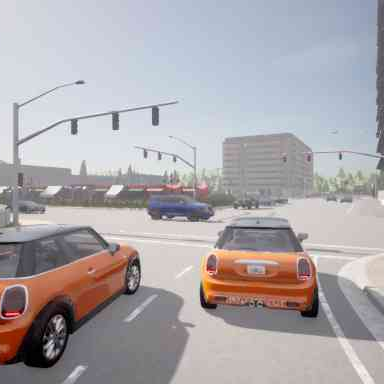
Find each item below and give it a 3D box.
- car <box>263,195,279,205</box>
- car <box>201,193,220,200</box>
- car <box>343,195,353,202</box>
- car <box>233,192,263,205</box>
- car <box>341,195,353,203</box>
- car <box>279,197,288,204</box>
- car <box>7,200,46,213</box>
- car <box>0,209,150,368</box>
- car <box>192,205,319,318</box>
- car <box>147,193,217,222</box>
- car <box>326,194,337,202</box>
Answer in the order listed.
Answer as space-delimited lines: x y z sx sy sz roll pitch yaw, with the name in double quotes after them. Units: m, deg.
11.940 1.352 53.366 2.097 1.767 4.553 0 0 27 "car"
4.879 1.209 86.910 4.605 1.855 1.932 0 0 28 "car"
36.526 1.500 77.823 1.837 1.490 4.892 0 0 27 "car"
7.349 1.221 44.516 2.150 2.045 5.566 0 0 27 "car"
31.954 1.595 68.991 1.895 1.301 4.718 0 0 27 "car"
16.565 1.601 62.209 1.895 1.301 4.718 0 0 28 "car"
-17.700 1.581 35.485 4.674 1.442 1.812 0 0 28 "car"
-2.509 1.352 6.052 2.097 1.767 4.553 0 0 9 "car"
1.603 1.352 7.770 2.097 1.767 4.553 0 0 14 "car"
-0.998 1.261 26.681 5.566 2.045 2.150 0 0 28 "car"
33.386 1.355 79.371 2.097 1.767 4.553 0 0 27 "car"
